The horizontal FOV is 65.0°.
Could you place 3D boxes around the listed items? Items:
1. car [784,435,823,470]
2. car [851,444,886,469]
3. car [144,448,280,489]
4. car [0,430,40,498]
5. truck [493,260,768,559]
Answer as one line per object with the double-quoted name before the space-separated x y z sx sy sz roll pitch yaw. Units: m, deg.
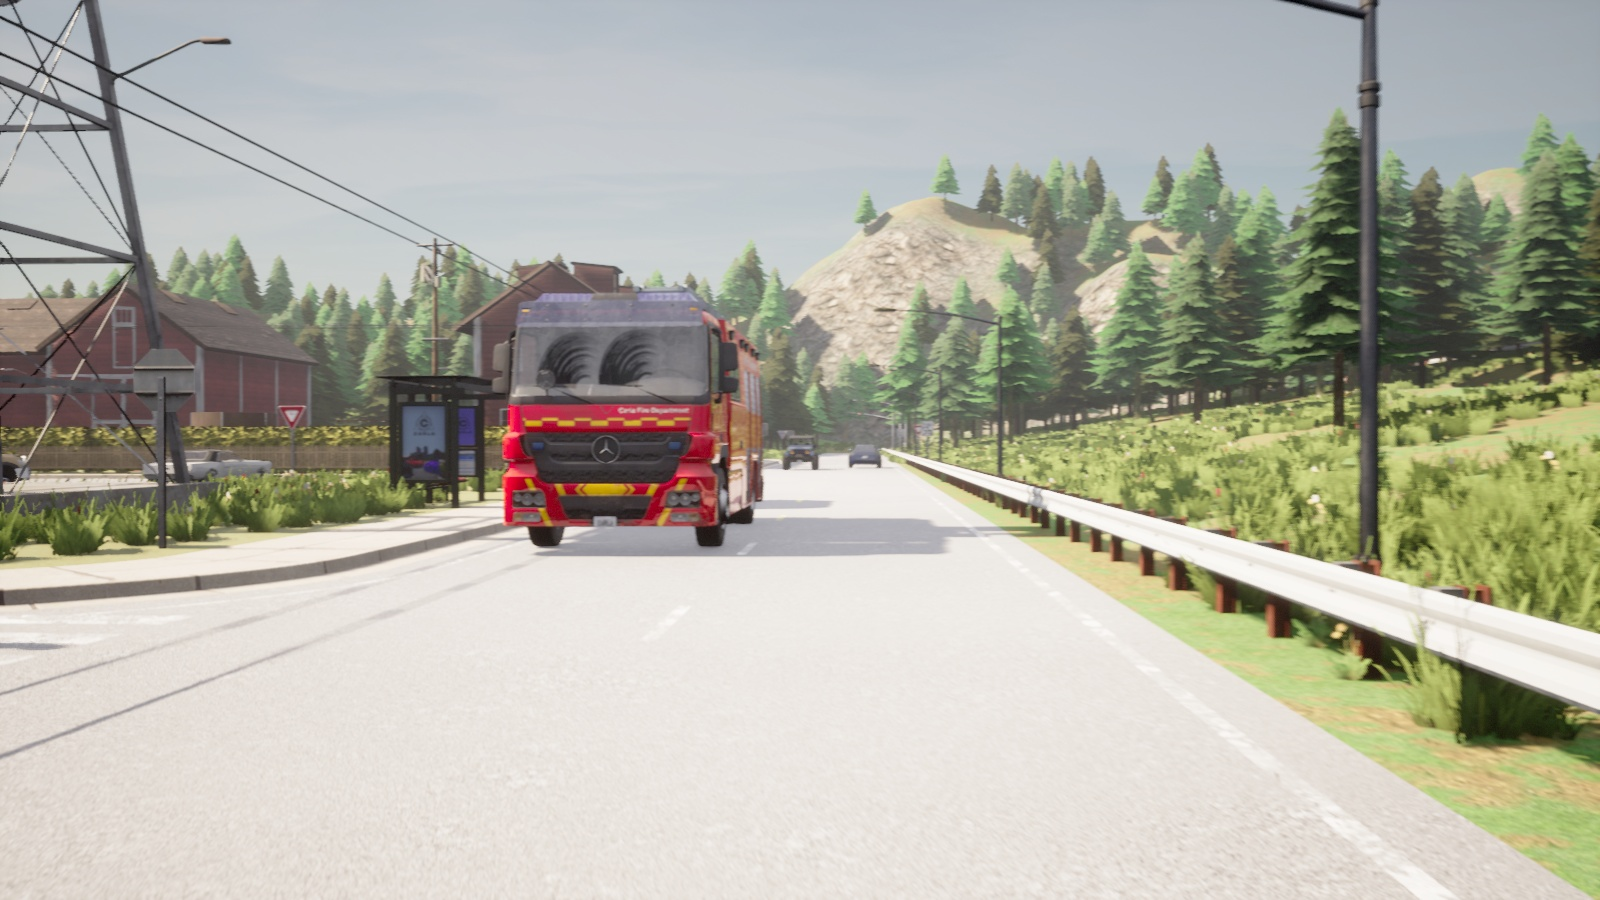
"car" 0.227 0.136 68.535 1.905 1.878 3.866 0 0 3
"car" 4.037 0.367 74.336 1.994 1.385 4.181 0 0 3
"car" -20.078 0.604 43.138 1.895 1.301 4.718 0 0 10
"car" -23.439 0.376 34.119 4.605 1.855 1.932 0 0 -37
"truck" -2.302 -0.538 20.391 2.891 3.827 8.468 0 0 3
